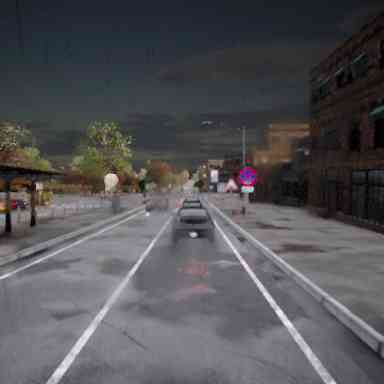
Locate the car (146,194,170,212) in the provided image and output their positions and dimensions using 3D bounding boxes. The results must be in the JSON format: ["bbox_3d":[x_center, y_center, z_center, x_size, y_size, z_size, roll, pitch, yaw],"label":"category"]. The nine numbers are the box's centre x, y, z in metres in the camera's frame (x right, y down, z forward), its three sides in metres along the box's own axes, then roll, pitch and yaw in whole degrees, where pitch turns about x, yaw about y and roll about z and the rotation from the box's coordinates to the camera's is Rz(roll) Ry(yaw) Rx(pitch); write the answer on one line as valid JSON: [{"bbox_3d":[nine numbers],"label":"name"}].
[{"bbox_3d":[-3.423,1.073,33.812,2.097,1.767,4.553,0,1,0],"label":"car"}]

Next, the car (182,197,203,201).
[{"bbox_3d":[0.021,1.227,32.266,2.128,1.511,4.902,0,1,0],"label":"car"}]

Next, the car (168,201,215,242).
[{"bbox_3d":[0.056,1.427,15.767,1.837,1.490,4.892,0,1,0],"label":"car"}]

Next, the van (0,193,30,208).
[{"bbox_3d":[-22.098,1.092,40.562,4.442,1.987,1.878,0,0,0],"label":"van"}]

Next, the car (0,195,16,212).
[{"bbox_3d":[-22.009,1.335,35.012,5.366,1.575,1.946,0,0,0],"label":"car"}]

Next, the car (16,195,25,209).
[{"bbox_3d":[-22.235,1.358,37.789,4.792,1.488,2.163,0,0,0],"label":"car"}]
